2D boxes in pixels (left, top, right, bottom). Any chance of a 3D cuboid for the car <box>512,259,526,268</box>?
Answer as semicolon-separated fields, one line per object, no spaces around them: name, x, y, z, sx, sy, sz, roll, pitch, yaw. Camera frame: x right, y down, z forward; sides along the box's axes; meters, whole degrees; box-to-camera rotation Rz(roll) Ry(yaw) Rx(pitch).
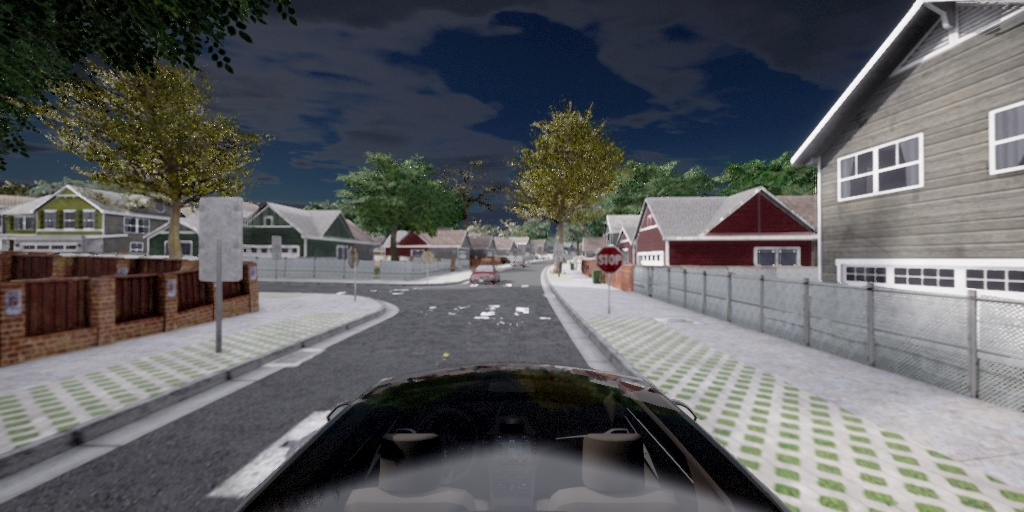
car;1.215;1.169;58.713;1.812;1.442;4.674;0;0;8

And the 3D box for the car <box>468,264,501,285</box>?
car;-1.955;1.372;26.798;1.812;1.442;4.674;0;1;4
